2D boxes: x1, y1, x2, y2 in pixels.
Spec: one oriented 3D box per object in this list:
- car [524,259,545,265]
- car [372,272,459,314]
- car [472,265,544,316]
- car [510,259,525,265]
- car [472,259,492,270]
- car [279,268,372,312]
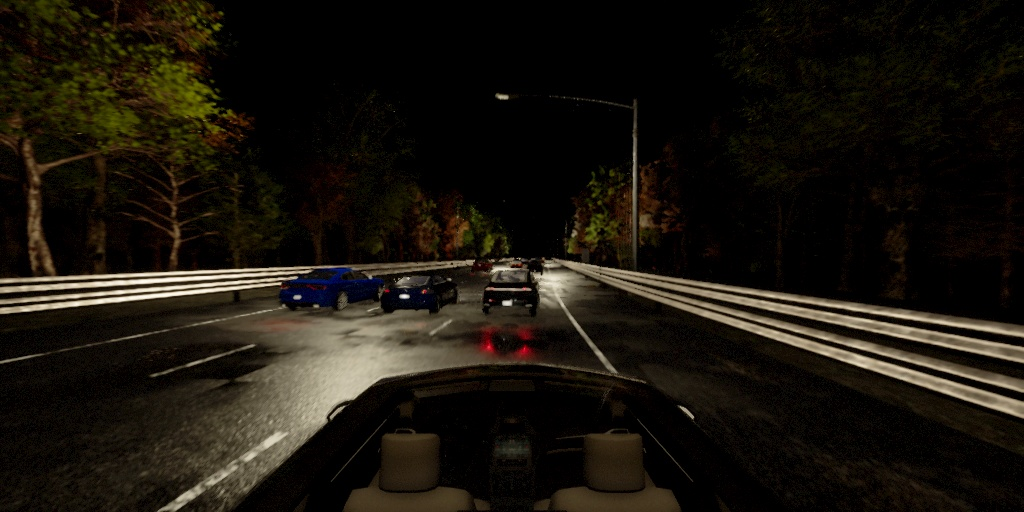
[{"bbox_3d":[2.749,1.394,42.643,1.837,1.490,4.892,0,0,5],"label":"car"},{"bbox_3d":[-3.408,1.330,13.995,1.994,1.385,4.181,0,0,5],"label":"car"},{"bbox_3d":[0.079,1.279,13.703,2.128,1.511,4.902,0,0,5],"label":"car"},{"bbox_3d":[0.732,1.510,58.908,1.895,1.301,4.718,0,0,5],"label":"car"},{"bbox_3d":[-3.861,1.205,47.186,2.097,1.767,4.553,0,0,5],"label":"car"},{"bbox_3d":[-6.887,1.222,14.357,1.882,1.535,5.008,0,0,5],"label":"car"}]
